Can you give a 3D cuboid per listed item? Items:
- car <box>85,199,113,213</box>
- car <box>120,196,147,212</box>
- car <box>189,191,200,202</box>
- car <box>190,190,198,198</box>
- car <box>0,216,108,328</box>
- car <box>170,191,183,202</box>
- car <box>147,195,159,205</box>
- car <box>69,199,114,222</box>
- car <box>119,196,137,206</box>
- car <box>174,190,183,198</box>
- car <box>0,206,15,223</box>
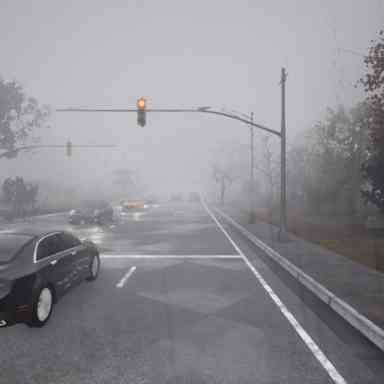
[{"bbox_3d":[-10.391,1.521,37.527,1.812,1.442,4.674,0,0,0],"label":"car"},{"bbox_3d":[-6.878,1.473,39.107,1.882,1.535,5.008,0,0,0],"label":"car"},{"bbox_3d":[0.492,0.997,63.880,2.128,1.511,4.902,0,3,0],"label":"car"},{"bbox_3d":[0.462,0.446,74.247,1.882,1.535,5.008,0,3,0],"label":"car"},{"bbox_3d":[-3.375,1.504,6.997,1.837,1.490,4.892,0,0,0],"label":"car"},{"bbox_3d":[-3.007,0.831,64.409,2.097,1.767,4.553,0,3,0],"label":"car"},{"bbox_3d":[-6.740,1.309,56.890,1.882,1.535,5.008,0,2,1],"label":"car"},{"bbox_3d":[-6.983,1.348,23.517,2.097,1.767,4.553,0,0,0],"label":"car"},{"bbox_3d":[-10.272,1.410,53.405,1.882,1.535,5.008,0,1,1],"label":"car"},{"bbox_3d":[-3.032,0.436,74.460,1.882,1.535,5.008,0,3,0],"label":"car"},{"bbox_3d":[-14.838,1.475,22.508,5.008,1.535,1.882,0,2,-36],"label":"car"}]
